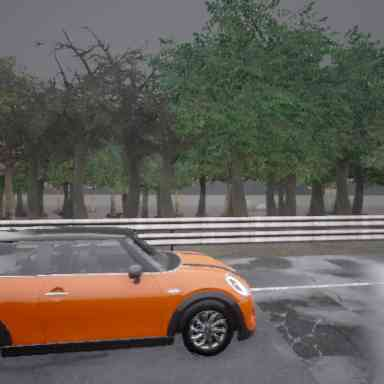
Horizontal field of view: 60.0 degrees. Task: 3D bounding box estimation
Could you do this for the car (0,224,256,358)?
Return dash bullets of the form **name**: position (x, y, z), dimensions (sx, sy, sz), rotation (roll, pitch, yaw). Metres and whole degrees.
- **car**: position (-1.341, 1.350, 5.262), dimensions (4.553, 1.767, 2.097), rotation (0, 0, -10)
